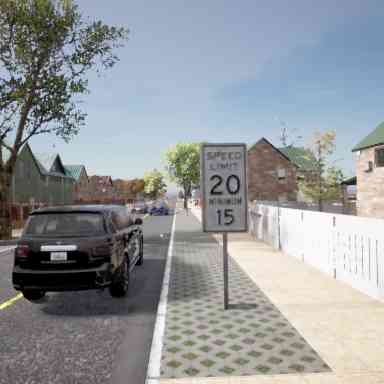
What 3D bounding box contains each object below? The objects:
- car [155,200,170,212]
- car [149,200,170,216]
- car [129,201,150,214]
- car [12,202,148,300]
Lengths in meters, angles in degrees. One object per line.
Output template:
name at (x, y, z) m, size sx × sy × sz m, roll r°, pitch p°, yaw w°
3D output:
car at (-4.353, 2.043, 49.784) m, size 1.882 × 1.535 × 5.008 m, roll -1°, pitch -1°, yaw -2°
car at (-3.868, 1.804, 39.532) m, size 2.097 × 1.767 × 4.553 m, roll -1°, pitch -1°, yaw -2°
car at (-6.856, 2.042, 43.938) m, size 2.128 × 1.511 × 4.902 m, roll -1°, pitch -1°, yaw -2°
car at (-2.614, 1.329, 8.924) m, size 2.150 × 2.045 × 5.566 m, roll -1°, pitch -1°, yaw -2°
